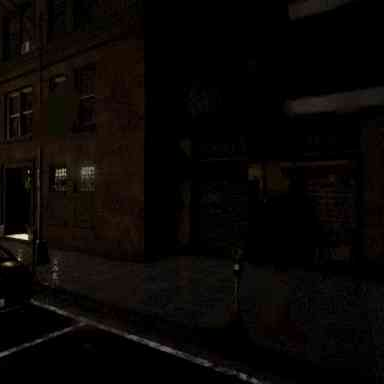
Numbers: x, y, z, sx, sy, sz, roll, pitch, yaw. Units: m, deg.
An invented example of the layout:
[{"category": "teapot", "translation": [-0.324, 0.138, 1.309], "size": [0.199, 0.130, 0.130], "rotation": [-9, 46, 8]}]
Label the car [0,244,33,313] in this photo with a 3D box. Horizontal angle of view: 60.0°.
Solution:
[{"category": "car", "translation": [-4.873, 1.549, 6.546], "size": [4.403, 1.369, 2.008], "rotation": [0, 0, 35]}]
